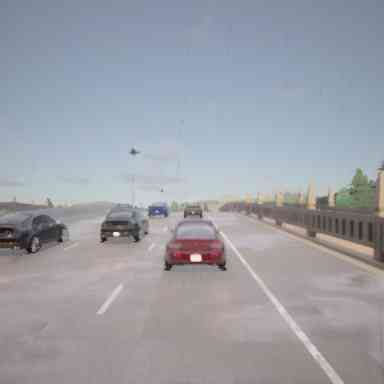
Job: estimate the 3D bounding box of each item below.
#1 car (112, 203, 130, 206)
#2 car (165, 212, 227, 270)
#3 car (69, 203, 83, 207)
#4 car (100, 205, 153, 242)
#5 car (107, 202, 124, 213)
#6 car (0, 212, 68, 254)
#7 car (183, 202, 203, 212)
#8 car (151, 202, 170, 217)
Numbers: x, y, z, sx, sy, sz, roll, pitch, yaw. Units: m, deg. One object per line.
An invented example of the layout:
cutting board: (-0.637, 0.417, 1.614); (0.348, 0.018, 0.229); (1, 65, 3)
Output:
car: (-6.884, 1.862, 33.828); (1.994, 1.385, 4.181); (0, 0, 0)
car: (0.106, 1.626, 11.263); (1.812, 1.442, 4.674); (0, 0, 0)
car: (-20.972, 2.786, 60.839); (1.812, 1.442, 4.674); (0, -6, 0)
car: (-3.392, 1.659, 17.352); (1.837, 1.490, 4.892); (0, 0, 0)
car: (-13.972, 2.810, 60.858); (2.097, 1.767, 4.553); (0, -6, 0)
car: (-6.893, 1.631, 14.126); (1.837, 1.490, 4.892); (0, 0, 0)
car: (0.116, 1.793, 34.131); (2.128, 1.511, 4.902); (0, 0, 0)
car: (-3.383, 1.784, 34.796); (1.882, 1.535, 5.008); (0, 0, 0)
